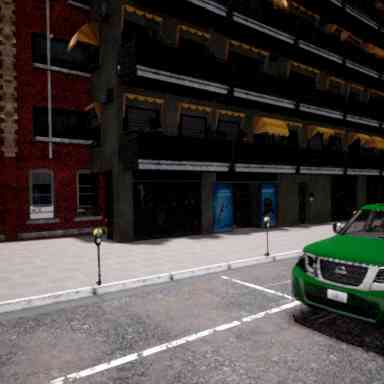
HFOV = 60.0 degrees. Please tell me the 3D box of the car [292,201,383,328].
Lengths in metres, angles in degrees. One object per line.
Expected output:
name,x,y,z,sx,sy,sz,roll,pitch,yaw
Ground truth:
car,4.399,1.219,6.687,5.566,2.045,2.150,0,0,-37
